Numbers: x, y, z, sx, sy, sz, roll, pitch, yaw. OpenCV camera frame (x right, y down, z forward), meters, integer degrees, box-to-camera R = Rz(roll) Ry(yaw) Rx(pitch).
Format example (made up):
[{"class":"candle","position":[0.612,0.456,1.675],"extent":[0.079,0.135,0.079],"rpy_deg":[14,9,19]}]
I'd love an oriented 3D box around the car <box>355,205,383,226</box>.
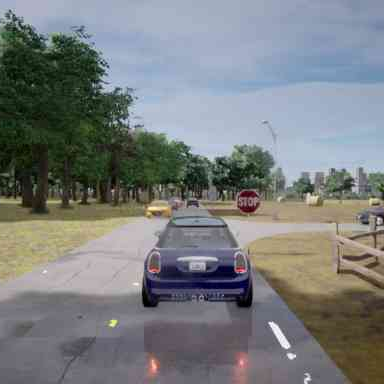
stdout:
[{"class":"car","position":[14.200,1.597,23.558],"extent":[4.892,1.490,1.837],"rpy_deg":[0,-2,0]}]

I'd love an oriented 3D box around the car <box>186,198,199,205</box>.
[{"class":"car","position":[0.131,1.713,55.171],"extent":[1.837,1.490,4.892],"rpy_deg":[0,0,0]}]

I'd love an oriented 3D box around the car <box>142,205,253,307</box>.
[{"class":"car","position":[0.104,1.360,8.135],"extent":[2.097,1.767,4.553],"rpy_deg":[0,0,0]}]

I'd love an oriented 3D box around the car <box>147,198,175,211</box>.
[{"class":"car","position":[-2.830,1.528,29.582],"extent":[1.882,1.535,5.008],"rpy_deg":[0,0,0]}]

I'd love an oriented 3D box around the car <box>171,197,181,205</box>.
[{"class":"car","position":[-2.820,1.680,42.322],"extent":[1.994,1.385,4.181],"rpy_deg":[0,0,0]}]

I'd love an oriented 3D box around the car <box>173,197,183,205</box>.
[{"class":"car","position":[-2.738,1.808,67.046],"extent":[1.837,1.490,4.892],"rpy_deg":[0,-1,0]}]

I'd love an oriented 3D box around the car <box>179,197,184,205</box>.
[{"class":"car","position":[-2.782,1.550,53.907],"extent":[2.097,1.767,4.553],"rpy_deg":[0,0,0]}]
